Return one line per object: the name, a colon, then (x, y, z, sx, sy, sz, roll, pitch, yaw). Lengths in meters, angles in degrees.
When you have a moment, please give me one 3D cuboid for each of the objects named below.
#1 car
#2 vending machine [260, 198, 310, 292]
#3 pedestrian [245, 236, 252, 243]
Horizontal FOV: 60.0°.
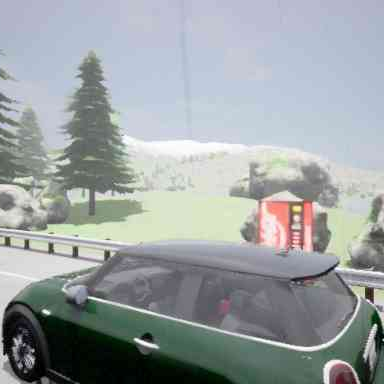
car: (-0.259, 1.356, 3.950, 4.553, 1.767, 2.097, 0, 0, 35)
vending machine: (2.293, 1.198, 8.146, 0.880, 2.100, 1.100, 0, 0, 34)
pedestrian: (1.396, 1.298, 8.138, 0.375, 1.860, 0.375, 0, 0, 34)
